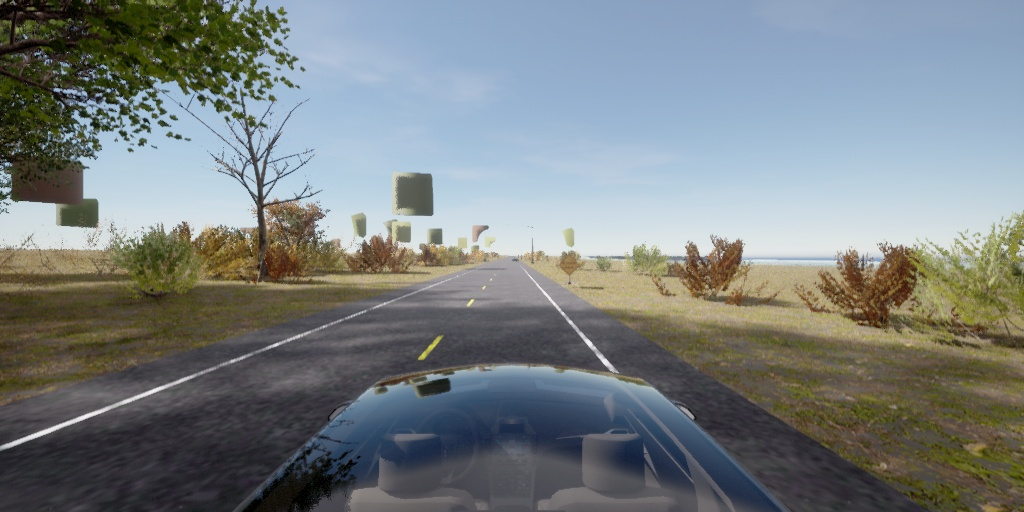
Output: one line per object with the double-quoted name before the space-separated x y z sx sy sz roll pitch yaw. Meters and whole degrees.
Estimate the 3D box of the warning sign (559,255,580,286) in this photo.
"warning sign" 3.550 0.850 22.121 1.300 1.860 1.060 0 0 0
